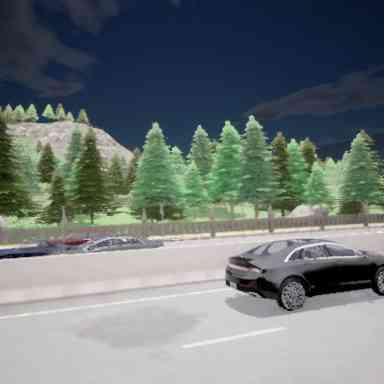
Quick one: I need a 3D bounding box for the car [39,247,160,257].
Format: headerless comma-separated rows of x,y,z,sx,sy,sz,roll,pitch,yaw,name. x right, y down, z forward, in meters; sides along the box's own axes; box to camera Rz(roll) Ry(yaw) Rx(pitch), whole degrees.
-3.540,2.554,13.895,4.902,1.511,2.128,-1,-4,-21,car

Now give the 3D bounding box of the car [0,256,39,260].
-7.839,2.953,15.975,4.718,1.301,1.895,-1,-4,-21,car

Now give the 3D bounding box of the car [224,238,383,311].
3.237,1.978,8.807,4.902,1.511,2.128,-1,-4,-21,car
